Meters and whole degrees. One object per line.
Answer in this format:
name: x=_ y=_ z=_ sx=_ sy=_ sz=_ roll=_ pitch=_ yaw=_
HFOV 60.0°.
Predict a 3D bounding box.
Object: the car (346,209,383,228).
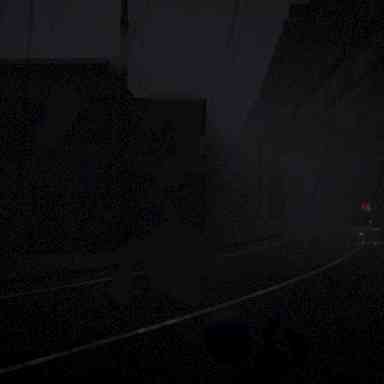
car: x=14.843 y=2.308 z=28.839 sx=1.994 sy=1.385 sz=4.181 roll=0 pitch=-2 yaw=12
